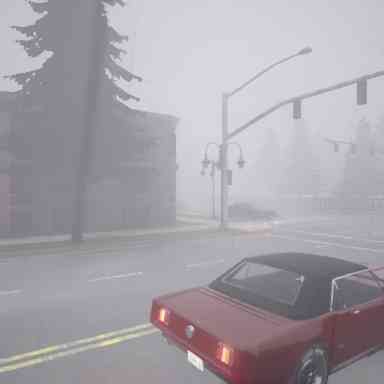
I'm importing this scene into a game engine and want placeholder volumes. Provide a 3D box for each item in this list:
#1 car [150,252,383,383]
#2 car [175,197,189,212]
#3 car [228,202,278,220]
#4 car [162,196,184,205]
[{"bbox_3d":[1.881,1.601,4.976,4.718,1.301,1.895,0,0,-34],"label":"car"},{"bbox_3d":[-2.200,1.489,38.783,2.128,1.511,4.902,0,0,-33],"label":"car"},{"bbox_3d":[4.740,1.547,28.220,2.033,1.411,5.357,0,0,-33],"label":"car"},{"bbox_3d":[-3.420,1.526,60.039,1.812,1.442,4.674,0,0,-33],"label":"car"}]
